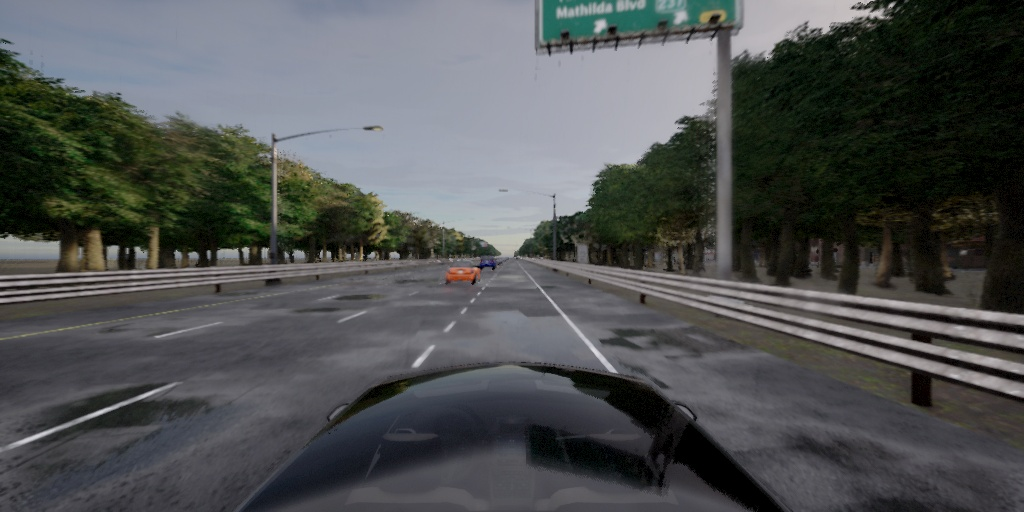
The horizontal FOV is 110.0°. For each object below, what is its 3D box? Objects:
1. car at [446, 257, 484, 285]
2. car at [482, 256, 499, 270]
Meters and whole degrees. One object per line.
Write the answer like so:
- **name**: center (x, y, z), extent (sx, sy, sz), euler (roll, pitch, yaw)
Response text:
- **car**: center (-3.502, 1.110, 26.507), extent (2.097, 1.767, 4.553), euler (0, 0, 0)
- **car**: center (-3.502, 0.993, 52.698), extent (2.150, 2.045, 5.566), euler (0, 0, 0)
